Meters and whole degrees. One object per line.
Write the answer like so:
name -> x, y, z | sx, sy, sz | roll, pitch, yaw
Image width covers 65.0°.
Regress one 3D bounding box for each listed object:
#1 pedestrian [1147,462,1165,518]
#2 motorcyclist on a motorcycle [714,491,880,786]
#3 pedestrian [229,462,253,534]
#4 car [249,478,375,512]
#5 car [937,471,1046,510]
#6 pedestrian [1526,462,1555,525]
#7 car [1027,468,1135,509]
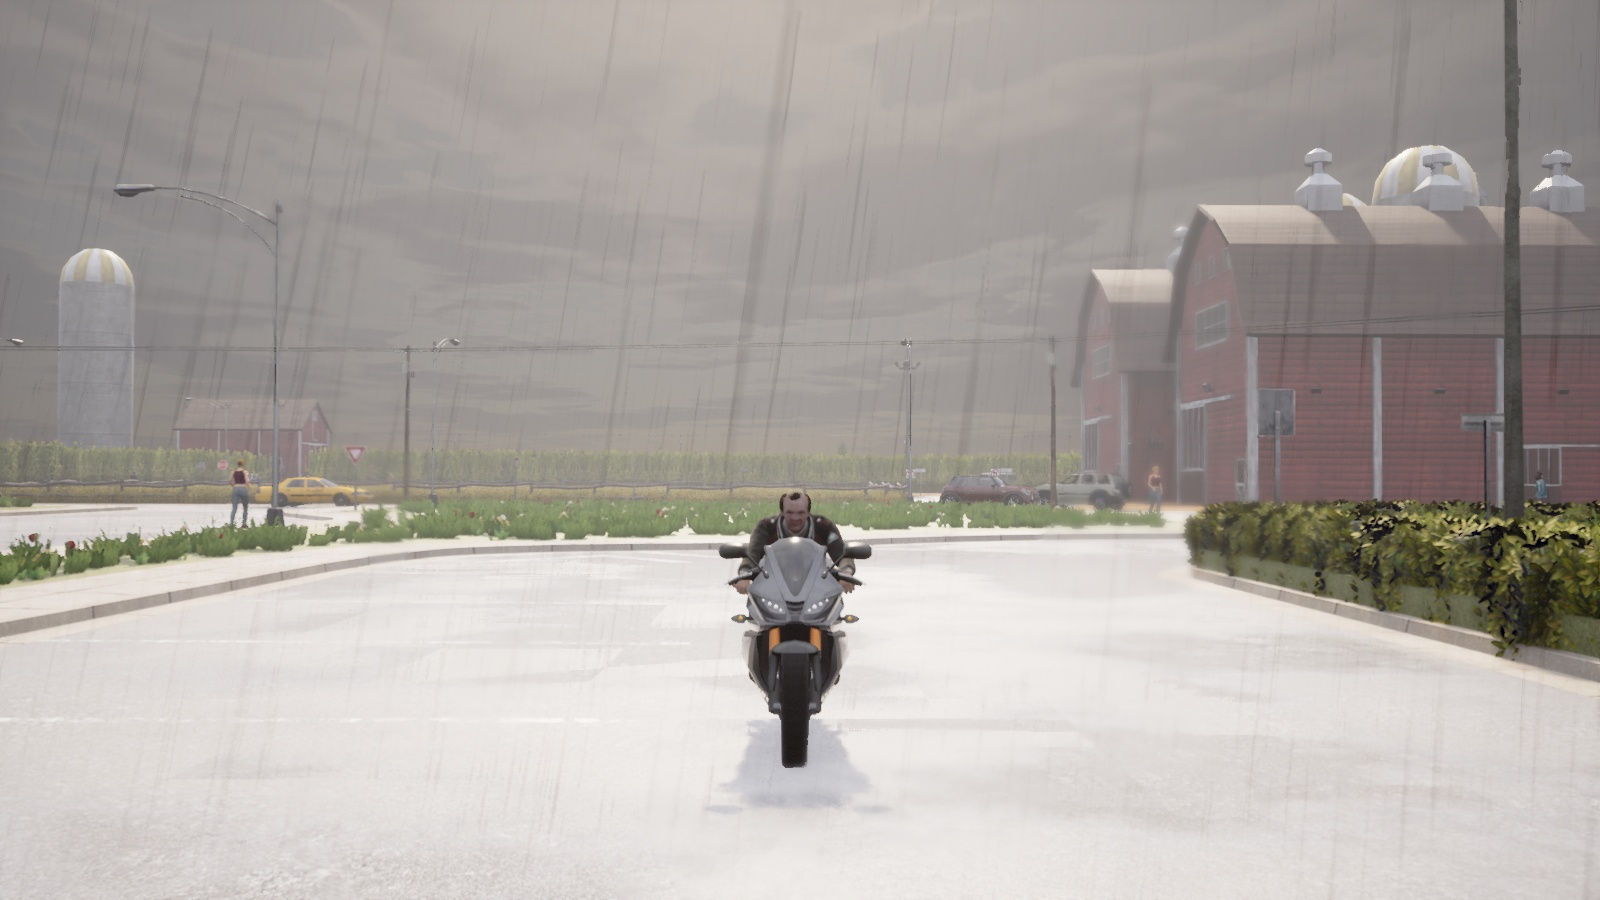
pedestrian -> 11.796, 1.322, 41.595 | 0.345, 1.836, 0.594 | 0, -1, -7
motorcyclist on a motorcycle -> -0.021, 1.023, 7.689 | 0.866, 1.530, 2.191 | 0, -2, 0
pedestrian -> -14.380, 1.228, 32.310 | 0.345, 1.836, 0.594 | 0, -1, -1
car -> -23.402, 2.149, 60.375 | 5.366, 1.575, 1.801 | 0, -1, 0
car -> 8.884, 1.869, 58.229 | 4.553, 1.767, 2.097 | -1, -2, 26
pedestrian -> 22.842, 1.347, 38.732 | 0.692, 1.930, 0.396 | -1, -1, 19
car -> 13.299, 1.827, 59.500 | 4.605, 1.855, 1.932 | -1, -2, 38
